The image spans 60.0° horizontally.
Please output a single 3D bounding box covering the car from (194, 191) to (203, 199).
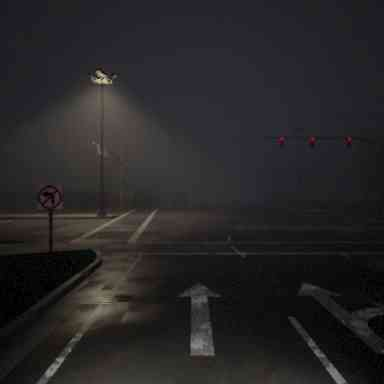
[{"bbox_3d":[1.741,1.049,85.482,1.882,1.535,5.008,0,0,0],"label":"car"}]

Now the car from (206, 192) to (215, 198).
[{"bbox_3d":[5.275,0.889,95.055,2.128,1.511,4.902,0,0,0],"label":"car"}]

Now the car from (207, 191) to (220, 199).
[{"bbox_3d":[5.242,0.926,85.855,2.097,1.767,4.553,0,0,0],"label":"car"}]

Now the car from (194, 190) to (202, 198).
[{"bbox_3d":[1.775,0.588,95.096,2.150,2.045,5.566,0,0,0],"label":"car"}]

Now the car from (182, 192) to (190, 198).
[{"bbox_3d":[-1.725,0.888,95.080,2.128,1.511,4.902,0,0,0],"label":"car"}]

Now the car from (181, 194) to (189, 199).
[{"bbox_3d":[-1.758,1.165,85.941,1.895,1.301,4.718,0,0,0],"label":"car"}]

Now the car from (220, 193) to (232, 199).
[{"bbox_3d":[8.745,0.923,86.642,2.097,1.767,4.553,0,0,0],"label":"car"}]

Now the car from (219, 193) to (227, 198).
[{"bbox_3d":[8.775,0.916,95.043,1.994,1.385,4.181,0,0,0],"label":"car"}]

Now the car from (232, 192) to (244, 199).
[{"bbox_3d":[12.242,1.048,85.861,1.882,1.535,5.008,0,0,0],"label":"car"}]

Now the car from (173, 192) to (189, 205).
[{"bbox_3d":[-1.872,0.954,54.077,2.150,2.045,5.566,0,0,0],"label":"car"}]
